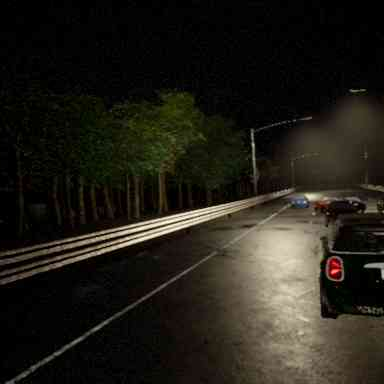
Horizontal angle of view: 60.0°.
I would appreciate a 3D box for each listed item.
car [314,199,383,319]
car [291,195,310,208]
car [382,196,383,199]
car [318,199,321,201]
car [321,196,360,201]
[{"bbox_3d":[3.720,1.202,6.875,2.097,1.767,4.553,-3,0,21],"label":"car"},{"bbox_3d":[12.733,1.089,39.043,2.033,1.411,5.357,-3,0,21],"label":"car"},{"bbox_3d":[13.618,0.934,22.314,1.837,1.490,4.892,-3,-2,21],"label":"car"},{"bbox_3d":[11.931,1.160,29.145,1.895,1.301,4.718,-5,-1,14],"label":"car"},{"bbox_3d":[8.656,1.198,19.325,1.812,1.442,4.674,-3,-1,21],"label":"car"}]
